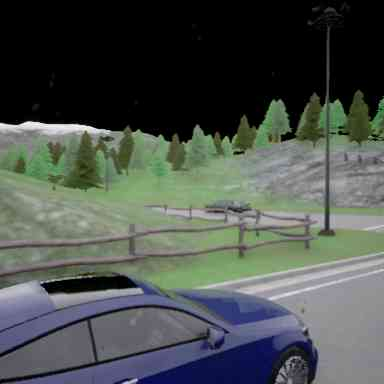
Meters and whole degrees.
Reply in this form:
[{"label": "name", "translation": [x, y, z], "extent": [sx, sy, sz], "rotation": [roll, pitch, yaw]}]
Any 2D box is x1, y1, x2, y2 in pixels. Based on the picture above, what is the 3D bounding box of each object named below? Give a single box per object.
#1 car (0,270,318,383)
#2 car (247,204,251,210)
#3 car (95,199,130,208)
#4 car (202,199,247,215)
[{"label": "car", "translation": [-0.764, 1.539, 3.210], "extent": [4.674, 1.442, 1.812], "rotation": [1, 0, -35]}, {"label": "car", "translation": [4.903, 1.828, 41.219], "extent": [4.902, 1.511, 2.128], "rotation": [0, -1, 31]}, {"label": "car", "translation": [-12.304, 1.787, 51.874], "extent": [5.357, 1.411, 2.033], "rotation": [1, 0, 9]}, {"label": "car", "translation": [3.422, 1.652, 37.953], "extent": [4.553, 1.767, 2.097], "rotation": [0, 0, 32]}]
